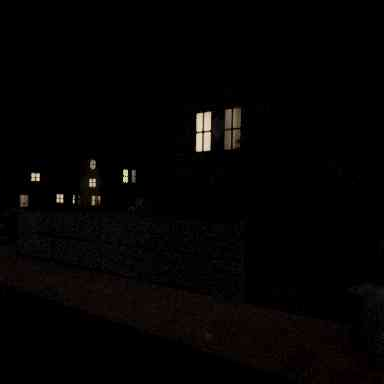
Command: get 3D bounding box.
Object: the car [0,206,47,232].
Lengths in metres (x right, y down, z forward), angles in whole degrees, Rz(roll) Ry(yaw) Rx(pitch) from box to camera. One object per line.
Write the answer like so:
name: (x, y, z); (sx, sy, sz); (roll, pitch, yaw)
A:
car: (-11.310, 1.719, 22.329); (1.882, 1.535, 5.008); (2, 0, 37)

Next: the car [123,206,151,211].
car: (-5.218, 1.991, 30.579); (1.812, 1.442, 4.674); (2, 0, 36)
